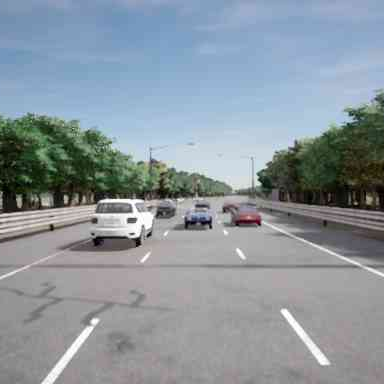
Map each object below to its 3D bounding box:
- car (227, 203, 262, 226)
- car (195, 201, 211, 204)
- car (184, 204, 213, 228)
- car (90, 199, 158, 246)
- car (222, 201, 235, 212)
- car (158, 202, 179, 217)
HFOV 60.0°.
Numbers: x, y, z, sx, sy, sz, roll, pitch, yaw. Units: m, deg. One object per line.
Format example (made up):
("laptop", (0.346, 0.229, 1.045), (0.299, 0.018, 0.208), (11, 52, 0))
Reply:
("car", (4.052, 1.759, 25.363), (1.994, 1.385, 4.181), (0, 0, 2))
("car", (1.344, 1.822, 41.614), (1.882, 1.535, 5.008), (0, 0, 4))
("car", (0.489, 1.796, 23.869), (1.895, 1.301, 4.718), (0, 0, 2))
("car", (-3.223, 1.368, 16.288), (2.150, 2.045, 5.566), (0, -1, 1))
("car", (4.967, 1.875, 43.563), (1.812, 1.442, 4.674), (0, -1, 3))
("car", (-2.556, 1.802, 34.610), (1.837, 1.490, 4.892), (0, 0, 3))
